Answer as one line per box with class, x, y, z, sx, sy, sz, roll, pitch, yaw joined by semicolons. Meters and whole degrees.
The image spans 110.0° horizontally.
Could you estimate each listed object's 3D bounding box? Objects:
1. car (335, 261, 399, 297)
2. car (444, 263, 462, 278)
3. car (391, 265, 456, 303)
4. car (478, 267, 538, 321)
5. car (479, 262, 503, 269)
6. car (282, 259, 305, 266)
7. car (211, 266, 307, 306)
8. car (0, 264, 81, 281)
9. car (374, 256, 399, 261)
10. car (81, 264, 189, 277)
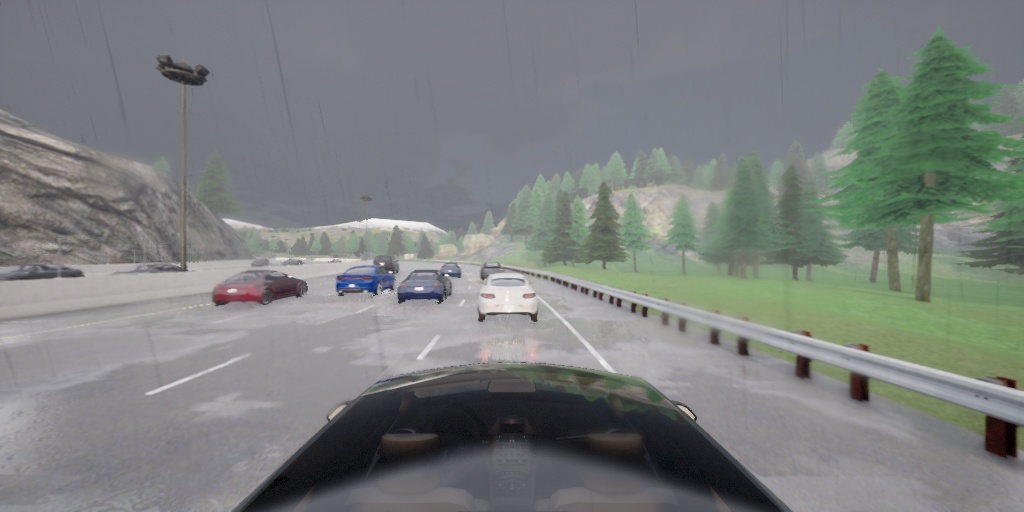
car;-7.623;1.230;19.147;1.882;1.535;5.008;0;0;-4
car;-5.818;1.316;34.043;1.994;1.385;4.181;0;0;-8
car;-3.949;1.315;16.725;1.994;1.385;4.181;0;0;-4
car;-0.189;1.276;12.343;1.812;1.442;4.674;0;0;-3
car;-1.732;1.242;30.077;2.128;1.511;4.902;0;0;-7
car;-30.661;1.262;50.407;1.837;1.490;4.892;0;0;-14
car;-10.901;1.317;15.836;1.994;1.385;4.181;0;0;-4
car;-29.123;1.248;21.674;2.128;1.511;4.902;0;0;-6
car;-13.716;0.975;39.131;2.150;2.045;5.566;0;0;-10
car;-22.098;1.247;21.725;2.128;1.511;4.902;0;0;-6
